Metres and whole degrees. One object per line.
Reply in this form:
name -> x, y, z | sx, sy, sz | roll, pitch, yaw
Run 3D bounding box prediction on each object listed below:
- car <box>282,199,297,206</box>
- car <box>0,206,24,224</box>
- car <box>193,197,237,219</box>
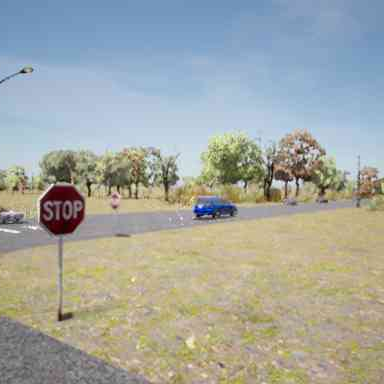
car -> 20.618, 2.174, 69.998 | 2.128, 1.511, 4.902 | 1, 0, 36
car -> -13.934, 1.570, 22.071 | 1.895, 1.301, 4.718 | 1, 0, 36
car -> 2.345, 1.515, 32.668 | 2.150, 2.045, 5.566 | 1, 0, 36
